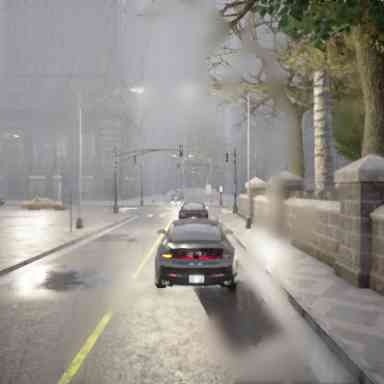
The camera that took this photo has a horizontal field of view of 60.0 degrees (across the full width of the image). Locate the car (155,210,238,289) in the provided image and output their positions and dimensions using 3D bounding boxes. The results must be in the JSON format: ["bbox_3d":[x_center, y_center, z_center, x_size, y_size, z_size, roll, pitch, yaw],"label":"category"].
[{"bbox_3d":[0.095,1.463,9.014,1.837,1.490,4.892,0,0,0],"label":"car"}]

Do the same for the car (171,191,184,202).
[{"bbox_3d":[-3.062,1.053,64.534,2.128,1.511,4.902,0,1,1],"label":"car"}]

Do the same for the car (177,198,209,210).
[{"bbox_3d":[0.091,1.376,21.887,1.882,1.535,5.008,0,0,0],"label":"car"}]

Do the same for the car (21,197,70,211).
[{"bbox_3d":[-14.947,1.240,34.213,4.829,1.417,1.752,1,0,0],"label":"car"}]

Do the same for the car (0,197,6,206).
[{"bbox_3d":[-26.319,1.118,42.802,4.313,1.339,1.947,1,0,0],"label":"car"}]
